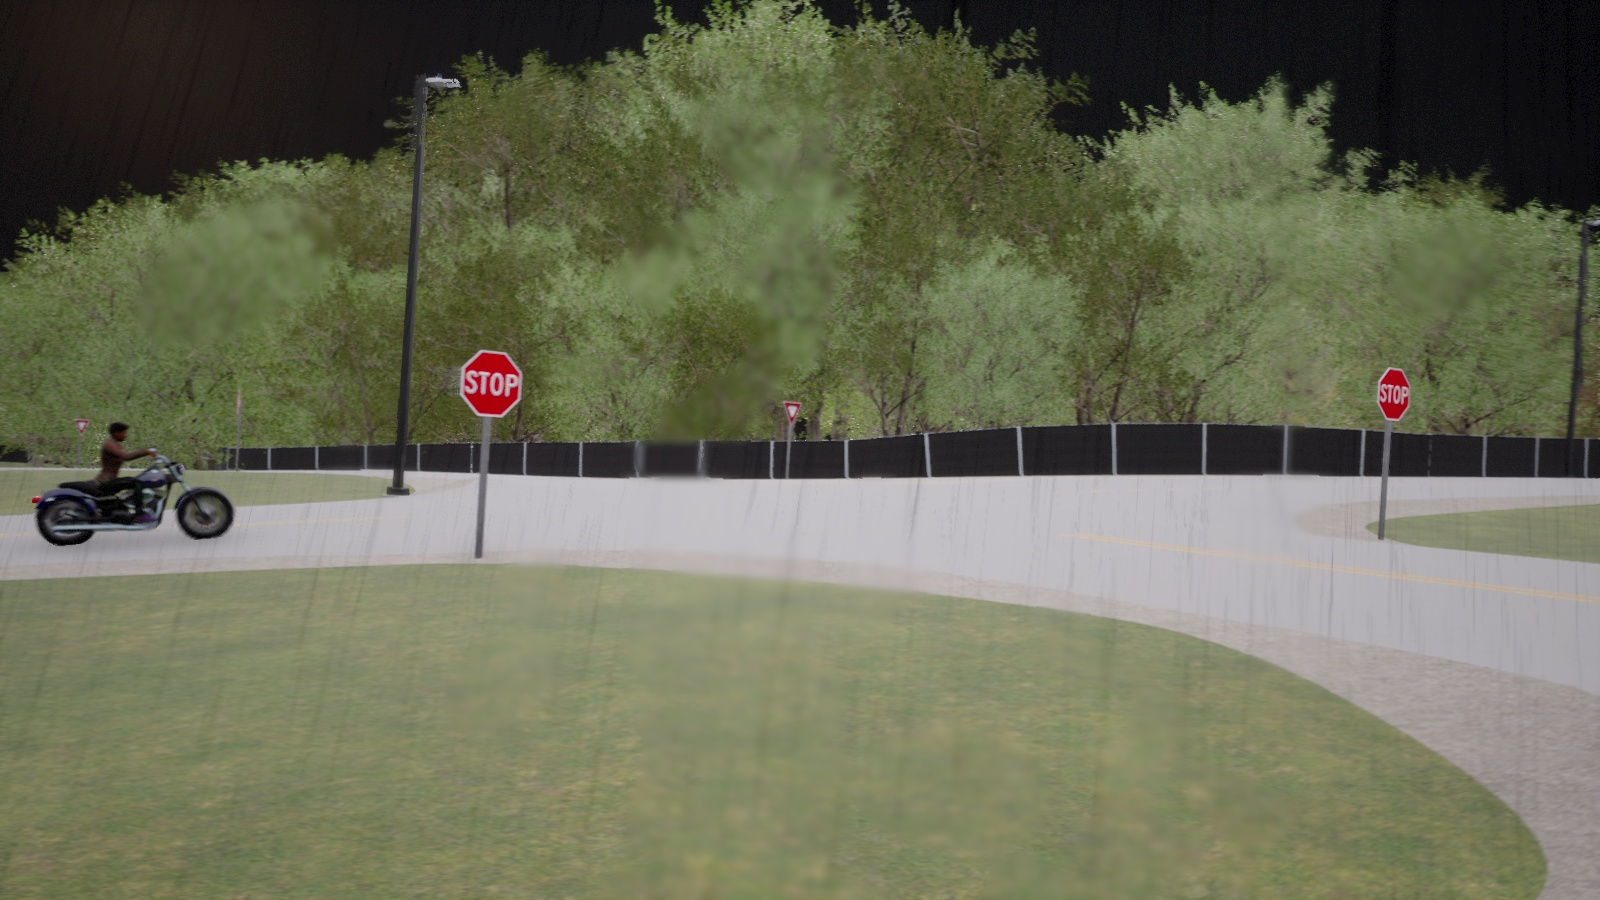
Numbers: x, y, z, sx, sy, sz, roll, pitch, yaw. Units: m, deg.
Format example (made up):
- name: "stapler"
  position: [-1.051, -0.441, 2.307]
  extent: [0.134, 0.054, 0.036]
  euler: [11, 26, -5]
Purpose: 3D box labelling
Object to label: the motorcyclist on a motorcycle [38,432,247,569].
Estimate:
- name: "motorcyclist on a motorcycle"
  position: [-8.692, 0.623, 16.702]
  extent: [2.350, 1.649, 0.766]
  euler: [-2, 2, -27]
